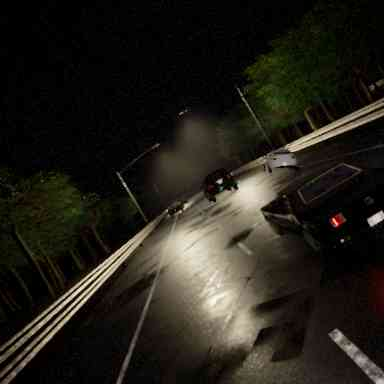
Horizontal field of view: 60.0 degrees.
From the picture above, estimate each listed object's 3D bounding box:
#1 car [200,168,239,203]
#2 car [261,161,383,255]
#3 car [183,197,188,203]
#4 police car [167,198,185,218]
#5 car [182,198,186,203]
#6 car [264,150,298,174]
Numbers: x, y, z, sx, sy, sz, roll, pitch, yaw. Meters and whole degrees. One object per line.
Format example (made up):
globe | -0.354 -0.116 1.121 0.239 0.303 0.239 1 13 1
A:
car | 1.964 -0.555 26.014 2.150 2.045 5.566 -31 0 -2
car | 2.877 0.206 7.716 1.895 1.301 4.718 -31 0 -1
car | -2.111 2.430 80.782 2.033 1.411 5.357 -31 1 -2
police car | -2.415 2.308 46.479 1.930 1.638 5.238 -31 0 -2
car | -2.740 2.271 56.396 2.150 2.045 5.566 -31 0 -2
car | 6.023 -2.085 22.712 1.812 1.442 4.674 -4 3 9
